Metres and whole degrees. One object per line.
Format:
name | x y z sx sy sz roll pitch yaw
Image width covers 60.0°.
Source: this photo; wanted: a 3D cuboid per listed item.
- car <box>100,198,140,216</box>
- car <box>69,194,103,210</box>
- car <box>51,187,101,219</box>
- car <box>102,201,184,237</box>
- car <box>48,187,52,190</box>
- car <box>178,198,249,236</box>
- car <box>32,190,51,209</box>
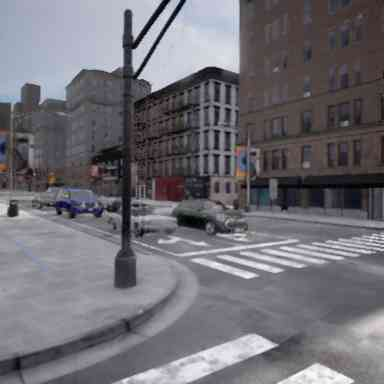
car | -4.757 1.180 25.186 2.033 1.411 5.357 1 1 -36
car | -10.611 0.997 33.228 1.994 1.385 4.181 1 1 -36
car | -8.501 0.788 24.812 2.150 2.045 5.566 1 1 -36
car | -2.631 1.372 16.745 1.895 1.301 4.718 1 1 -36
car | -16.819 0.448 41.839 2.150 2.045 5.566 1 1 -35
car | 0.846 1.180 17.544 2.097 1.767 4.553 1 1 -37
car | -14.639 0.863 33.251 1.837 1.490 4.892 1 1 -36
